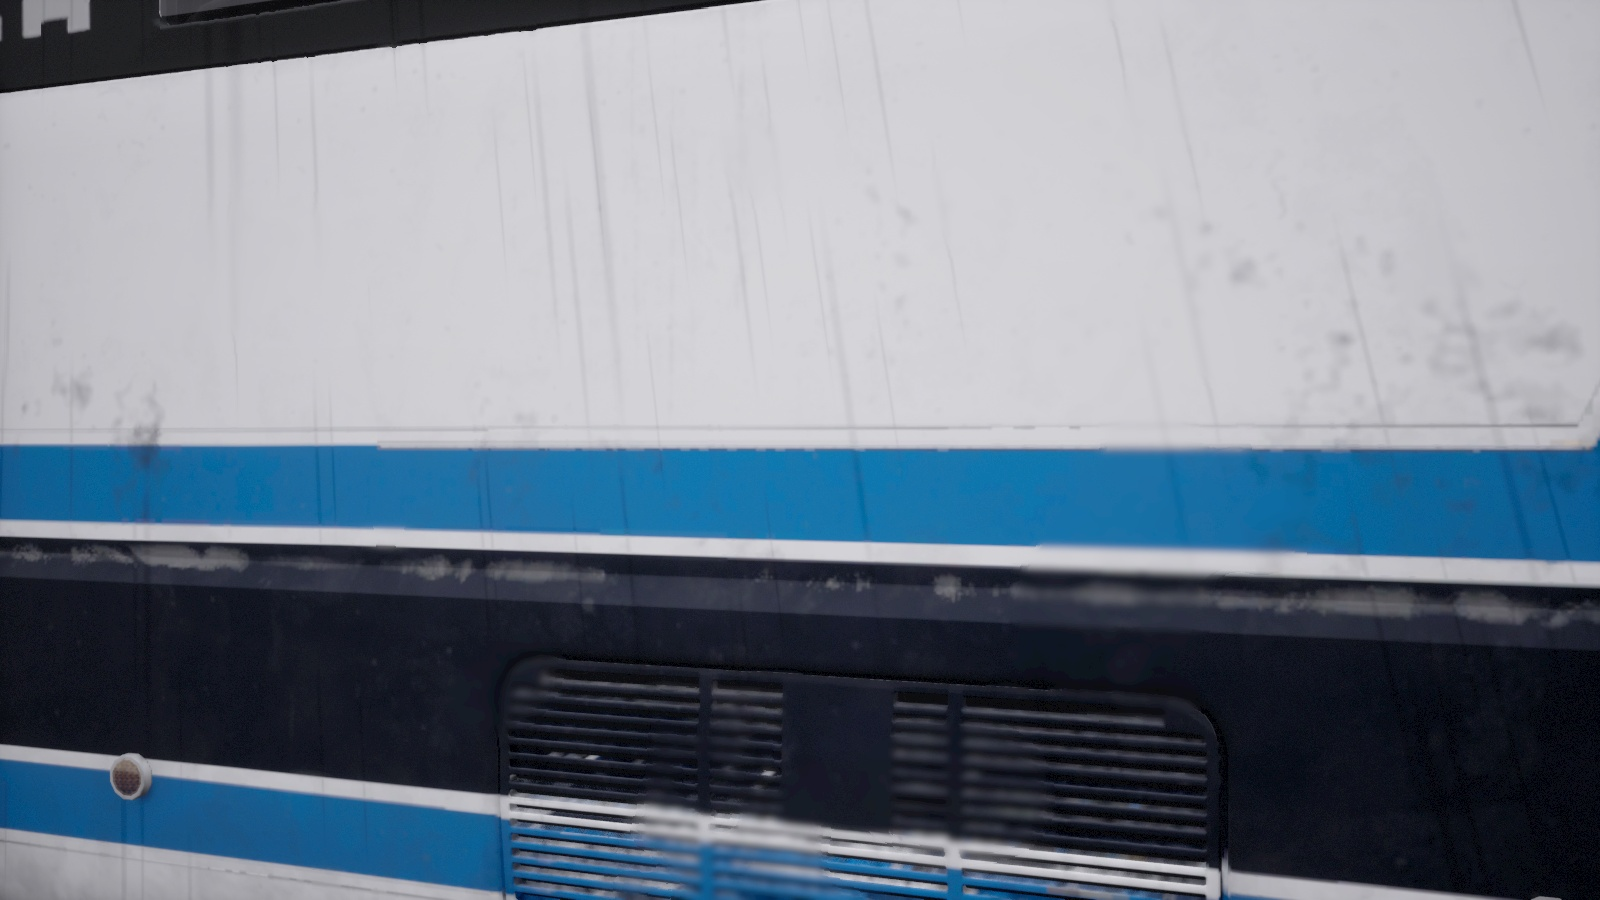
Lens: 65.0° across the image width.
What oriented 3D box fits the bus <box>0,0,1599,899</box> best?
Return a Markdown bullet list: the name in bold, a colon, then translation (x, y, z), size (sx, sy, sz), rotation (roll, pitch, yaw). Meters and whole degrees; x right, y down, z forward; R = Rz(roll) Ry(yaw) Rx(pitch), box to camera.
- **bus**: translation (-0.127, -0.610, 3.748), size (10.273, 4.253, 3.944), rotation (1, 1, 19)
